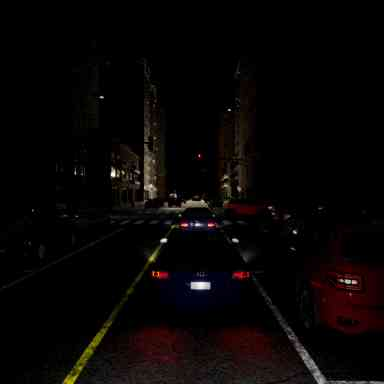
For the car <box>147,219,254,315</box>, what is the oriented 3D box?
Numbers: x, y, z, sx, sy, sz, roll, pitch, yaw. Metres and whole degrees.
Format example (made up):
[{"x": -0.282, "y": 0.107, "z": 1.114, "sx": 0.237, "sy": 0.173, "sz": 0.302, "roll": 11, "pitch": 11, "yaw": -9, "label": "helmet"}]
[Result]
[{"x": 0.176, "y": 1.566, "z": 7.678, "sx": 1.994, "sy": 1.385, "sz": 4.181, "roll": 0, "pitch": 0, "yaw": 1, "label": "car"}]

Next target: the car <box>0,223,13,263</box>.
[{"x": -5.776, "y": 1.526, "z": 6.500, "sx": 1.752, "sy": 1.417, "sz": 4.829, "roll": 1, "pitch": 0, "yaw": 1, "label": "car"}]

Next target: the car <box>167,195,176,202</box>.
[{"x": -4.848, "y": 1.466, "z": 78.970, "sx": 1.967, "sy": 1.590, "sz": 4.097, "roll": 1, "pitch": 0, "yaw": 1, "label": "car"}]

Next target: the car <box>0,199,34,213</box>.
[{"x": -16.422, "y": 1.341, "z": 29.240, "sx": 4.902, "sy": 1.511, "sz": 2.128, "roll": 1, "pitch": -1, "yaw": 1, "label": "car"}]

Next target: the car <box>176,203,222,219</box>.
[{"x": 0.270, "y": 1.552, "z": 17.741, "sx": 2.033, "sy": 1.411, "sz": 5.357, "roll": 0, "pitch": 0, "yaw": 0, "label": "car"}]

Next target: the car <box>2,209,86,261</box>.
[{"x": -5.702, "y": 1.547, "z": 12.294, "sx": 1.887, "sy": 1.381, "sz": 4.507, "roll": 1, "pitch": 0, "yaw": 1, "label": "car"}]

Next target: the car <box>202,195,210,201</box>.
[{"x": 3.820, "y": 1.600, "z": 90.201, "sx": 1.947, "sy": 1.339, "sz": 4.313, "roll": 1, "pitch": 0, "yaw": 1, "label": "car"}]

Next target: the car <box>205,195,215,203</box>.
[{"x": 3.313, "y": 1.595, "z": 50.491, "sx": 1.802, "sy": 1.307, "sz": 4.206, "roll": 1, "pitch": 0, "yaw": 1, "label": "car"}]

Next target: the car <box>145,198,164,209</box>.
[{"x": -5.284, "y": 1.555, "z": 44.936, "sx": 1.887, "sy": 1.381, "sz": 4.507, "roll": 1, "pitch": 0, "yaw": 1, "label": "car"}]

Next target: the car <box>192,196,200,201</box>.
[{"x": 1.078, "y": 1.626, "z": 84.893, "sx": 1.895, "sy": 1.301, "sz": 4.718, "roll": 0, "pitch": 0, "yaw": 1, "label": "car"}]

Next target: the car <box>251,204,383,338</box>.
[{"x": 2.754, "y": 1.317, "z": 6.552, "sx": 2.192, "sy": 1.841, "sz": 5.009, "roll": 1, "pitch": 0, "yaw": 1, "label": "car"}]

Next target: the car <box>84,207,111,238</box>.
[{"x": -5.632, "y": 1.529, "z": 17.748, "sx": 1.752, "sy": 1.417, "sz": 4.829, "roll": 1, "pitch": 0, "yaw": 1, "label": "car"}]

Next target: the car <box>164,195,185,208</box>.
[{"x": -2.486, "y": 1.560, "z": 48.585, "sx": 2.033, "sy": 1.411, "sz": 5.357, "roll": 0, "pitch": 0, "yaw": 1, "label": "car"}]

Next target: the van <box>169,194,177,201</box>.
[{"x": -4.775, "y": 1.371, "z": 84.643, "sx": 1.690, "sy": 1.788, "sz": 3.998, "roll": 1, "pitch": 0, "yaw": 1, "label": "van"}]

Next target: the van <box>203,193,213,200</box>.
[{"x": 3.460, "y": 1.358, "z": 61.837, "sx": 1.690, "sy": 1.788, "sz": 3.998, "roll": 1, "pitch": 0, "yaw": 1, "label": "van"}]

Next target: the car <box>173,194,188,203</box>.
[{"x": -2.230, "y": 1.496, "z": 64.215, "sx": 1.882, "sy": 1.535, "sz": 5.008, "roll": 0, "pitch": 0, "yaw": 1, "label": "car"}]

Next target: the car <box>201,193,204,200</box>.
[{"x": 3.533, "y": 1.335, "z": 67.510, "sx": 2.192, "sy": 1.841, "sz": 5.009, "roll": 1, "pitch": 0, "yaw": 1, "label": "car"}]

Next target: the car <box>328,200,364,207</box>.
[{"x": 13.991, "y": 1.503, "z": 31.884, "sx": 4.553, "sy": 1.767, "sz": 2.097, "roll": 0, "pitch": -1, "yaw": 1, "label": "car"}]

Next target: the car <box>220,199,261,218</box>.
[{"x": 5.249, "y": 1.401, "z": 29.491, "sx": 4.553, "sy": 1.767, "sz": 2.097, "roll": 0, "pitch": -1, "yaw": 24, "label": "car"}]

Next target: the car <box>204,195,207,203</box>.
[{"x": 3.385, "y": 1.597, "z": 56.164, "sx": 1.802, "sy": 1.307, "sz": 4.206, "roll": 1, "pitch": 0, "yaw": 1, "label": "car"}]

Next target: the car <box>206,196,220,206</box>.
[{"x": 3.240, "y": 1.593, "z": 44.818, "sx": 1.802, "sy": 1.307, "sz": 4.206, "roll": 1, "pitch": 0, "yaw": 1, "label": "car"}]

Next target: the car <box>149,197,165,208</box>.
[{"x": -5.212, "y": 1.557, "z": 50.609, "sx": 1.887, "sy": 1.381, "sz": 4.507, "roll": 1, "pitch": 0, "yaw": 1, "label": "car"}]

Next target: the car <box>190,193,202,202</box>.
[{"x": 0.953, "y": 1.565, "z": 74.194, "sx": 2.033, "sy": 1.411, "sz": 5.357, "roll": 0, "pitch": 0, "yaw": 1, "label": "car"}]
